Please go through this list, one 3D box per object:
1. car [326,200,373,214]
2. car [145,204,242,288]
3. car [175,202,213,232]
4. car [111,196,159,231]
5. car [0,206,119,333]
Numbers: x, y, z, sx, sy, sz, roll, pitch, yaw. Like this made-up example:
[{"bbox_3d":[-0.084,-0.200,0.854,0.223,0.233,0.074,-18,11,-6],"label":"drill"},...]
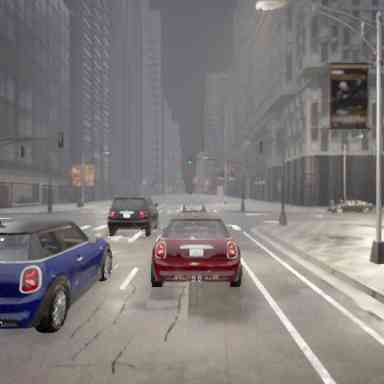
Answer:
[{"bbox_3d":[15.870,1.496,33.536,4.403,1.369,2.008,0,0,0],"label":"car"},{"bbox_3d":[0.099,1.347,9.408,2.097,1.767,4.553,0,0,0],"label":"car"},{"bbox_3d":[0.101,1.478,20.950,2.128,1.511,4.902,0,0,0],"label":"car"},{"bbox_3d":[-3.146,1.213,18.585,2.150,2.045,5.566,0,0,-1],"label":"car"},{"bbox_3d":[-3.152,1.348,6.939,2.097,1.767,4.553,0,0,0],"label":"car"}]
